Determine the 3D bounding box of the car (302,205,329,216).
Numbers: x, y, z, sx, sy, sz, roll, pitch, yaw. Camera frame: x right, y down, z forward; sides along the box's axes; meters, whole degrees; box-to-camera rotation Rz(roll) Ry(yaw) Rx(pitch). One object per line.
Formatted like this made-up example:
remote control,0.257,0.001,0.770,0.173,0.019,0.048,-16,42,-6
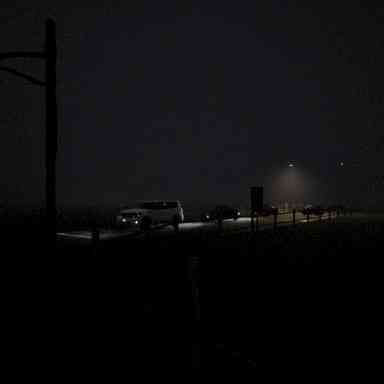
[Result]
car,16.377,2.456,44.674,2.033,1.411,5.357,0,-1,35

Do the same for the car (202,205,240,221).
car,2.902,2.067,32.525,2.128,1.511,4.902,0,-1,36

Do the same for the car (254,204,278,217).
car,8.936,2.265,40.752,2.128,1.511,4.902,0,-1,36

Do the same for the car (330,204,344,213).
car,23.361,2.670,54.192,1.812,1.442,4.674,0,-1,37

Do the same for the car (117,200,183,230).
car,-2.917,1.608,24.590,2.150,2.045,5.566,0,-1,36
